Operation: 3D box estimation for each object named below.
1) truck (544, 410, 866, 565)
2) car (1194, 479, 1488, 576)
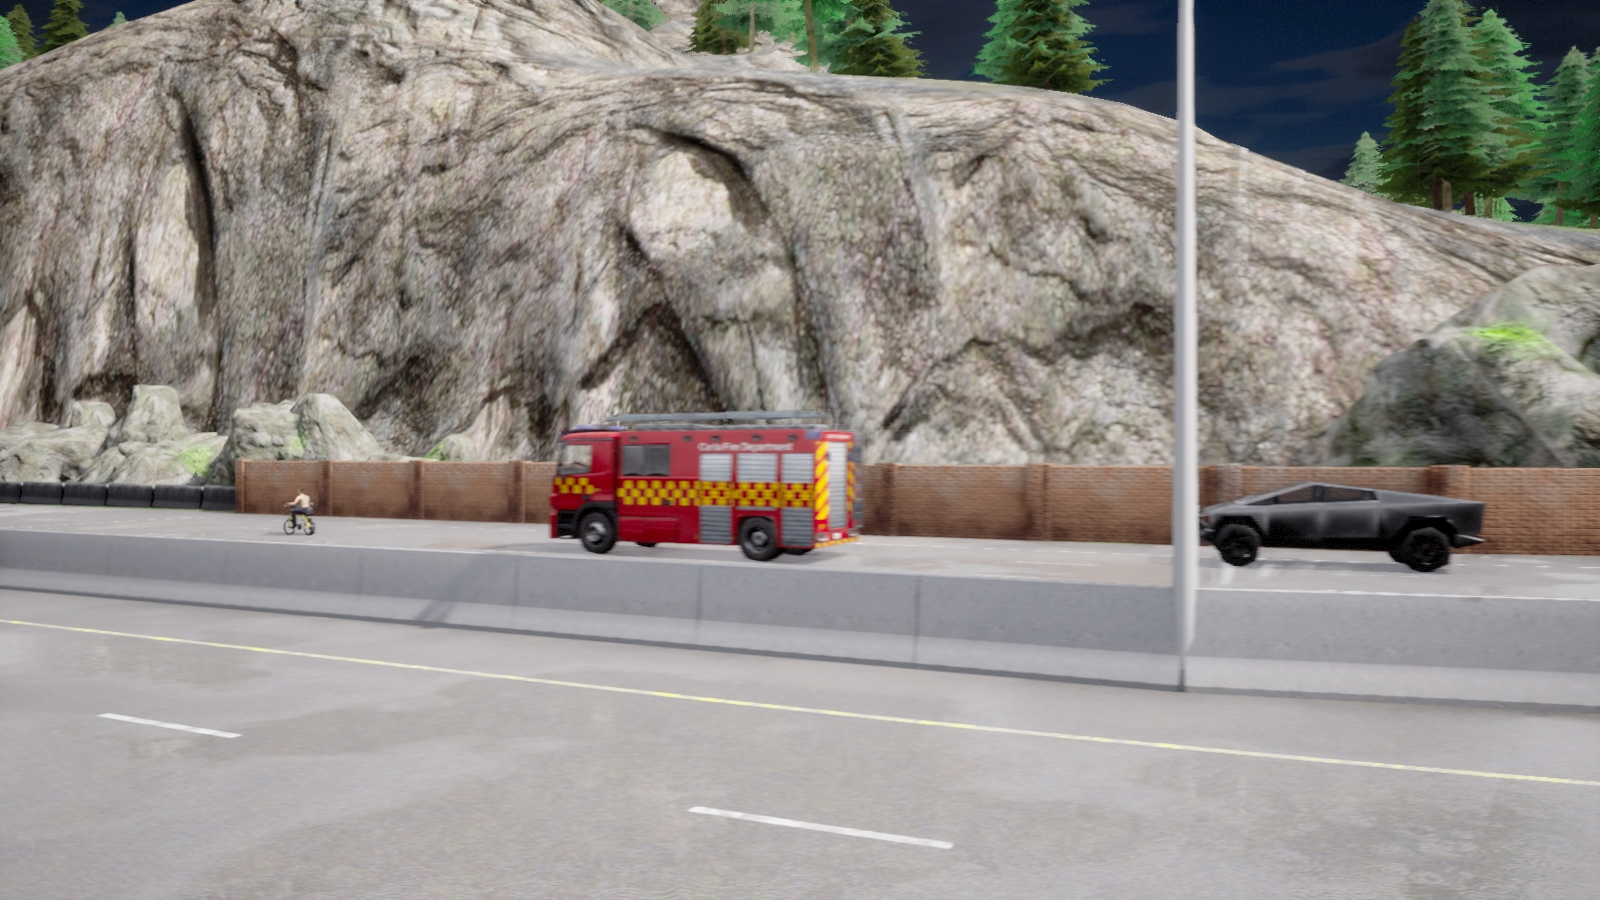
[{"bbox_3d":[-2.680,0.940,31.291,8.468,3.827,2.891,0,0,26],"label":"truck"},{"bbox_3d":[13.000,1.814,28.040,6.274,2.098,2.390,0,0,18],"label":"car"}]
